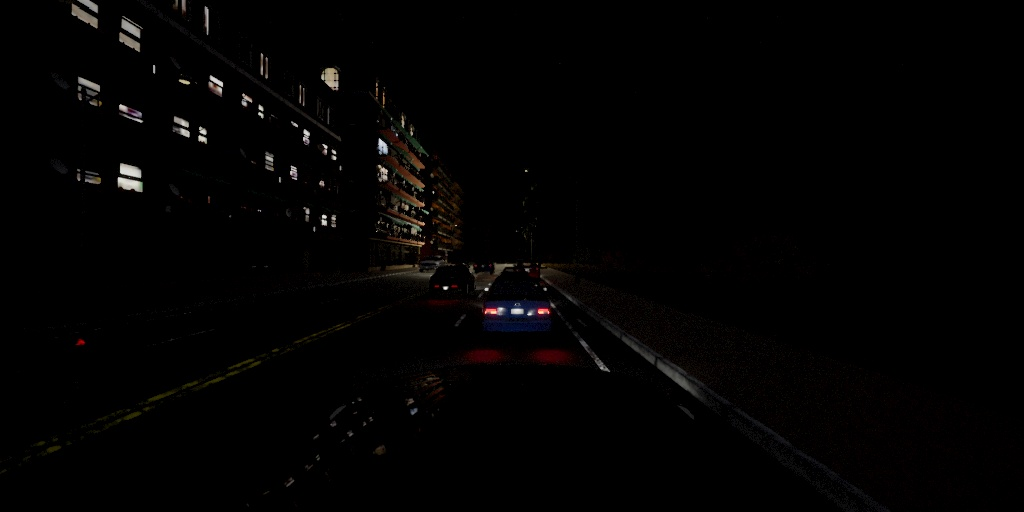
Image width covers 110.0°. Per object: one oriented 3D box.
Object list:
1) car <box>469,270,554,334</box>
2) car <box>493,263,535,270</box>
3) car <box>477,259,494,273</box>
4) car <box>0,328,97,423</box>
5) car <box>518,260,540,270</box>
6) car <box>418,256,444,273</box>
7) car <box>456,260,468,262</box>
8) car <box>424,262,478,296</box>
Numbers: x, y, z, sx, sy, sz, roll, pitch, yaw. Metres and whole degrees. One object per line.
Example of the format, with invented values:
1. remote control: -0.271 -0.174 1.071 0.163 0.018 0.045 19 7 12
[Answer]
1. car: 0.117 1.299 10.613 2.033 1.411 5.357 0 0 0
2. car: 0.128 1.317 20.946 1.994 1.385 4.181 0 0 1
3. car: -3.077 1.106 40.250 2.097 1.767 4.553 0 0 0
4. car: -6.601 1.314 3.036 1.994 1.385 4.181 0 0 0
5. car: 1.188 1.105 29.880 2.097 1.767 4.553 0 0 0
6. car: -9.773 0.975 43.927 2.150 2.045 5.566 0 0 0
7. car: -6.518 1.258 46.300 1.837 1.490 4.892 0 0 0
8. car: -3.120 1.257 19.304 1.837 1.490 4.892 0 0 0
